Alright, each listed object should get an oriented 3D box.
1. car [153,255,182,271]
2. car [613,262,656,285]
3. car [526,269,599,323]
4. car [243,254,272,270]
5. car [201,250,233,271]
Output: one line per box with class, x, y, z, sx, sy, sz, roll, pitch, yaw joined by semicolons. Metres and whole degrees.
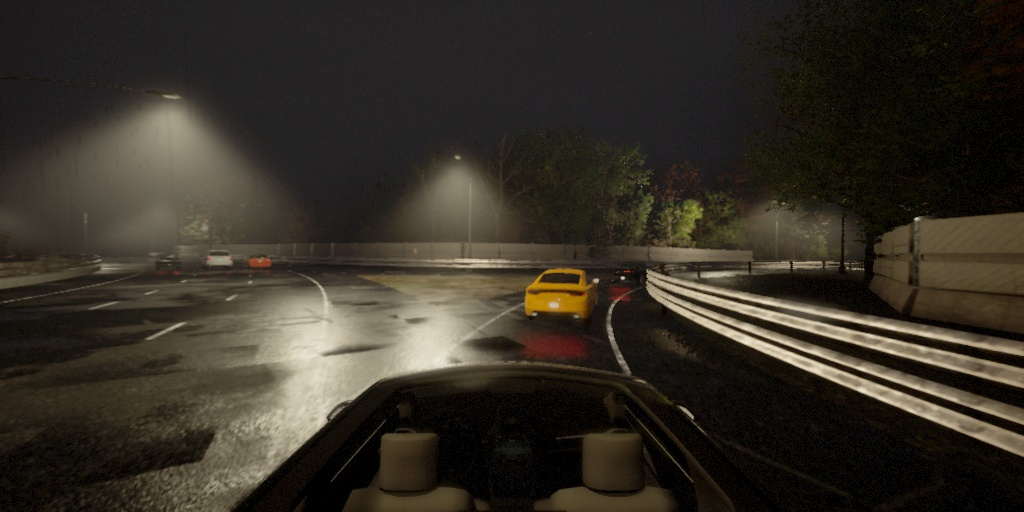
car;-34.698;0.636;36.216;4.902;1.511;2.128;1;1;44
car;8.766;1.184;25.474;1.837;1.490;4.892;0;0;38
car;1.837;1.175;12.081;1.882;1.535;5.008;0;0;16
car;-28.094;0.544;39.490;2.097;1.767;4.553;0;1;-43
car;-30.545;0.404;37.088;2.150;2.045;5.566;0;1;-45
